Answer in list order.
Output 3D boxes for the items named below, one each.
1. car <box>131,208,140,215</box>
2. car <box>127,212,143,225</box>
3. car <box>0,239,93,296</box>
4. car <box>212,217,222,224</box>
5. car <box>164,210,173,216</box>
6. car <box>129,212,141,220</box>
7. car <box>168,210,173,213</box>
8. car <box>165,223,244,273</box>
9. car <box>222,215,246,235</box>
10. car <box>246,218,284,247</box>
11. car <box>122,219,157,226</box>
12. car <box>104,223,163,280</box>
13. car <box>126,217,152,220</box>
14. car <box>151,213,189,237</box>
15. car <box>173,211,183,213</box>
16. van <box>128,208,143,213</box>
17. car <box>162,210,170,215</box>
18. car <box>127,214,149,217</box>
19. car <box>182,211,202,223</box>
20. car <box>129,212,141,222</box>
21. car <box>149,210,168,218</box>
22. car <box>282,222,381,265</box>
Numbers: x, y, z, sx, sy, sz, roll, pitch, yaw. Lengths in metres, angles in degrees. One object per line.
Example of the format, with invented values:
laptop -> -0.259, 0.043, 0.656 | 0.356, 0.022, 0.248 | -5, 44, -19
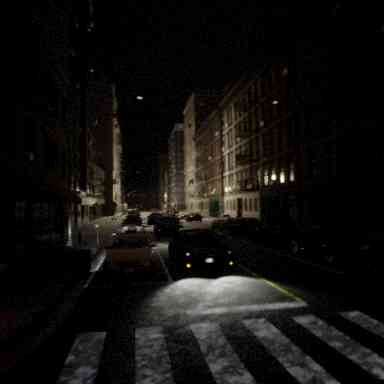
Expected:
car -> -15.673, 5.486, 92.246 | 2.192, 1.841, 5.009 | -1, -2, -10
car -> -7.616, 3.470, 44.245 | 1.967, 1.590, 4.097 | -1, -2, -10
car -> -4.625, 2.014, 9.639 | 1.895, 1.301, 4.718 | 2, -3, 7
car -> 2.957, 2.741, 29.734 | 1.752, 1.417, 4.829 | -1, -2, -10
car -> -5.992, 5.129, 83.063 | 1.752, 1.417, 4.829 | -1, -2, -10
car -> -10.298, 4.313, 60.238 | 1.947, 1.339, 4.313 | -1, -2, -10
car -> -3.279, 4.450, 66.894 | 1.947, 1.339, 4.313 | -1, -2, -10
car -> 0.253, 2.124, 12.769 | 1.994, 1.385, 4.181 | -1, -2, -10
car -> 3.881, 2.533, 24.232 | 1.947, 1.339, 4.313 | -1, -2, -10
car -> 4.776, 2.309, 18.899 | 1.802, 1.307, 4.206 | -1, -2, -10
car -> -3.140, 2.380, 17.577 | 2.008, 1.369, 4.403 | -1, -2, -10
car -> -2.217, 2.106, 12.077 | 1.752, 1.417, 4.829 | -1, -2, -10
car -> -4.034, 2.636, 22.909 | 1.947, 1.339, 4.313 | -1, -2, -10
car -> -1.727, 2.567, 24.486 | 1.882, 1.535, 5.008 | -1, -3, -10
car -> -1.489, 3.956, 56.229 | 2.008, 1.369, 4.403 | -1, -2, -10
van -> -6.723, 3.131, 38.916 | 1.690, 1.788, 3.998 | -1, -2, -10
car -> -6.858, 5.414, 88.226 | 1.802, 1.307, 4.206 | -1, -2, -10
car -> -4.929, 2.876, 28.241 | 1.947, 1.339, 4.313 | -1, -2, -10
car -> 0.301, 3.478, 45.564 | 2.008, 1.369, 4.403 | -1, -2, -10
car -> -9.376, 4.026, 54.739 | 1.752, 1.417, 4.829 | -1, -2, -10
car -> -4.366, 3.285, 40.461 | 1.882, 1.535, 5.008 | -1, -3, -9
car -> 5.670, 2.051, 13.566 | 1.947, 1.339, 4.313 | -1, -2, -10
